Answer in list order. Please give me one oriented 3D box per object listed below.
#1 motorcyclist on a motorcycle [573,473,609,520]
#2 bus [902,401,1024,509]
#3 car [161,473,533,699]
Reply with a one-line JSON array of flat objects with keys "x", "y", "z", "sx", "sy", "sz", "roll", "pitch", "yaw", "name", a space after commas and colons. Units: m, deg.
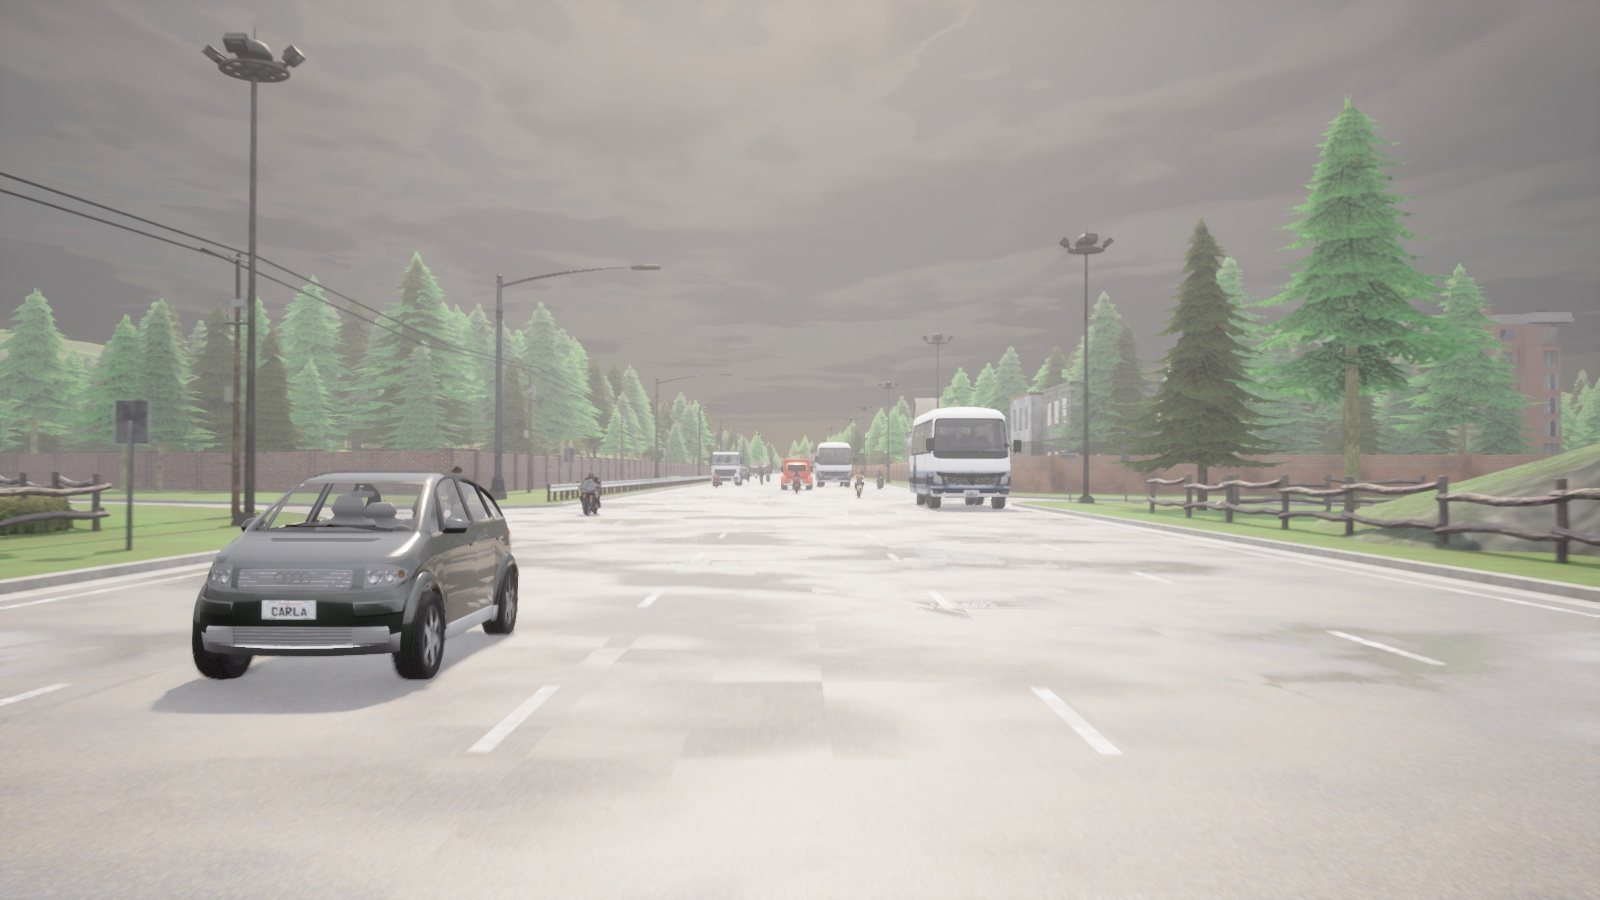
[{"x": -7.104, "y": 1.569, "z": 42.874, "sx": 0.866, "sy": 1.530, "sz": 2.191, "roll": 0, "pitch": -1, "yaw": 0, "name": "motorcyclist on a motorcycle"}, {"x": 6.861, "y": 0.294, "z": 54.776, "sx": 3.944, "sy": 4.253, "sz": 10.273, "roll": 0, "pitch": -1, "yaw": 0, "name": "bus"}, {"x": -3.526, "y": 0.977, "z": 10.544, "sx": 1.789, "sy": 1.549, "sz": 3.705, "roll": 0, "pitch": -1, "yaw": 0, "name": "car"}]
